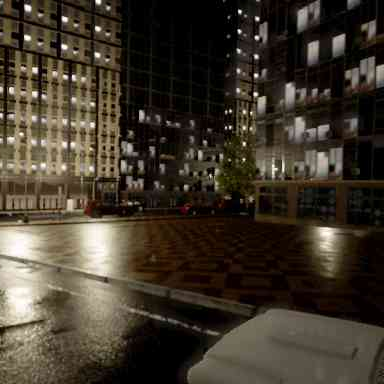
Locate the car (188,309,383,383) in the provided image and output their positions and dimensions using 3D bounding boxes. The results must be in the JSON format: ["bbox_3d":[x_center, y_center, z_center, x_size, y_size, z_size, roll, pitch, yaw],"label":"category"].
[{"bbox_3d":[2.216,1.599,2.105,4.718,1.301,1.895,0,0,36],"label":"car"}]

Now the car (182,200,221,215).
[{"bbox_3d":[0.873,2.053,40.311,4.507,1.381,1.887,0,1,-34],"label":"car"}]

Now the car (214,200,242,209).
[{"bbox_3d":[5.790,1.973,53.214,4.313,1.339,1.947,0,1,-34],"label":"car"}]

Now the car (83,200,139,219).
[{"bbox_3d":[-8.483,1.746,33.911,5.009,1.841,2.192,0,1,-34],"label":"car"}]

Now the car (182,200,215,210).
[{"bbox_3d":[0.969,1.893,49.919,4.829,1.417,1.752,0,1,-34],"label":"car"}]

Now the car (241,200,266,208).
[{"bbox_3d":[10.470,2.028,56.412,4.206,1.307,1.802,0,1,-34],"label":"car"}]

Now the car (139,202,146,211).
[{"bbox_3d":[-8.252,1.842,43.618,4.403,1.369,2.008,0,1,-34],"label":"car"}]

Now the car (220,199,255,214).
[{"bbox_3d":[5.558,1.862,43.506,5.009,1.841,2.192,0,1,-34],"label":"car"}]
